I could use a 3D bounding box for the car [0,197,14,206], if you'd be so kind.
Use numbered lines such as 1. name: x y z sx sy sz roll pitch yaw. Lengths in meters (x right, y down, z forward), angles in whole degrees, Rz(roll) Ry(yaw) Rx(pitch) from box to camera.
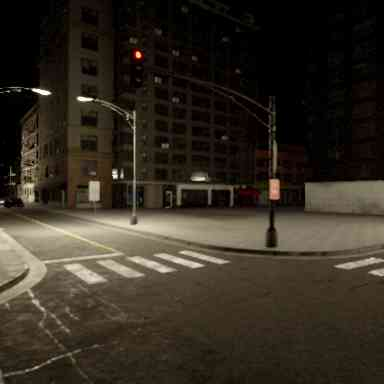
1. car: -29.824 1.509 52.940 1.895 1.301 4.718 0 0 -36

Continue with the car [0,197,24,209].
1. car: -23.851 1.423 44.579 2.128 1.511 4.902 0 0 -36
